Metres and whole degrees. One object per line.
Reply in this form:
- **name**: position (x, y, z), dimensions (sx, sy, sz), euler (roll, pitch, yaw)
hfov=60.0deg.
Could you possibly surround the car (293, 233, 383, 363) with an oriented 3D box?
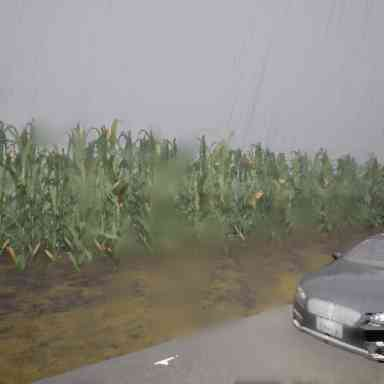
- **car**: position (3.780, 1.492, 5.736), dimensions (4.902, 1.511, 2.128), euler (0, 0, -35)
